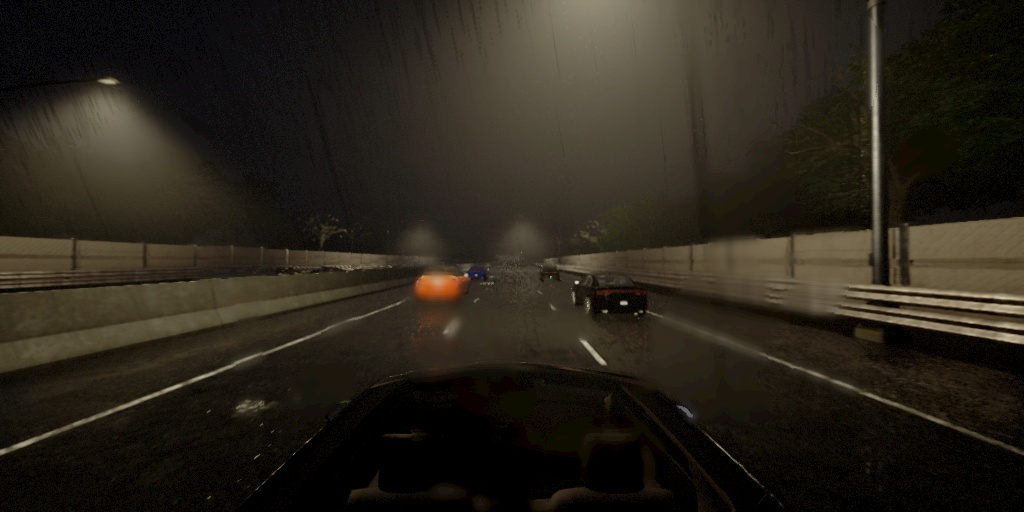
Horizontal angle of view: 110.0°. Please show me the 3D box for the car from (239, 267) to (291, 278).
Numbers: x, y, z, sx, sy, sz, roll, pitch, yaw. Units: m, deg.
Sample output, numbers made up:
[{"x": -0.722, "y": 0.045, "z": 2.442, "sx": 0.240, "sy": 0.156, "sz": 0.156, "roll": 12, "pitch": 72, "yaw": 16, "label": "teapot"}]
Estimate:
[{"x": -17.607, "y": 1.596, "z": 27.010, "sx": 1.837, "sy": 1.490, "sz": 4.892, "roll": 0, "pitch": -1, "yaw": 0, "label": "car"}]

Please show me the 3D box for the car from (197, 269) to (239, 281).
[{"x": -21.107, "y": 1.652, "z": 26.784, "sx": 1.994, "sy": 1.385, "sz": 4.181, "roll": 0, "pitch": -1, "yaw": 0, "label": "car"}]

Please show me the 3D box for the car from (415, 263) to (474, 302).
[{"x": -3.408, "y": 1.328, "z": 18.732, "sx": 2.097, "sy": 1.767, "sz": 4.553, "roll": 0, "pitch": -1, "yaw": 0, "label": "car"}]

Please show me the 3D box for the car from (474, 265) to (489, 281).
[{"x": -3.412, "y": 1.704, "z": 36.632, "sx": 1.882, "sy": 1.535, "sz": 5.008, "roll": 0, "pitch": -1, "yaw": 0, "label": "car"}]

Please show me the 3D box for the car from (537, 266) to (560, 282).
[{"x": 3.587, "y": 1.714, "z": 35.351, "sx": 1.837, "sy": 1.490, "sz": 4.892, "roll": 0, "pitch": -1, "yaw": 0, "label": "car"}]

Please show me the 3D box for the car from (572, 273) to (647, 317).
[{"x": 3.590, "y": 1.389, "z": 13.969, "sx": 1.882, "sy": 1.535, "sz": 5.008, "roll": 0, "pitch": -1, "yaw": 0, "label": "car"}]

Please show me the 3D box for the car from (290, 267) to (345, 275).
[{"x": -14.107, "y": 1.596, "z": 27.023, "sx": 1.837, "sy": 1.490, "sz": 4.892, "roll": 0, "pitch": -1, "yaw": 0, "label": "car"}]
